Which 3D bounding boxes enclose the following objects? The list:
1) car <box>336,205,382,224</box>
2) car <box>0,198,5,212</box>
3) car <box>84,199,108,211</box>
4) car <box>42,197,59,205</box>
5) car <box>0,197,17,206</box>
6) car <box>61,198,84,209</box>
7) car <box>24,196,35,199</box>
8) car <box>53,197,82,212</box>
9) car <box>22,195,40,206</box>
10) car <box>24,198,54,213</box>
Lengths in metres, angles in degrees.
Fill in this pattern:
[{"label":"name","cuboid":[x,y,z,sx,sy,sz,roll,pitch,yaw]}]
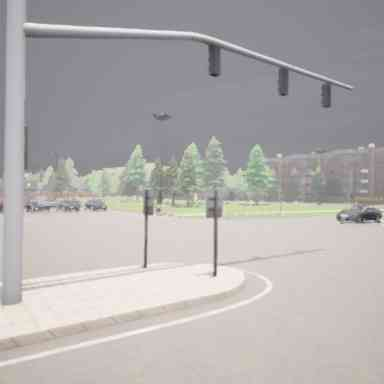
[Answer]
[{"label":"car","cuboid":[14.168,1.847,28.103,4.902,1.511,2.128,1,-1,-35]},{"label":"car","cuboid":[-20.739,1.652,36.566,1.895,1.301,4.718,1,-1,-36]},{"label":"car","cuboid":[-12.537,1.691,43.149,1.837,1.490,4.892,1,-1,-36]},{"label":"car","cuboid":[-26.667,1.686,62.686,1.837,1.490,4.892,1,-1,-36]},{"label":"car","cuboid":[-32.583,1.640,58.912,2.033,1.411,5.357,1,-1,-36]},{"label":"car","cuboid":[-18.456,1.675,51.288,2.128,1.511,4.902,1,0,-36]},{"label":"car","cuboid":[-24.178,1.572,47.241,1.882,1.535,5.008,1,-1,-36]},{"label":"car","cuboid":[-15.271,1.646,40.954,1.837,1.490,4.892,1,-1,-36]},{"label":"car","cuboid":[-29.255,1.488,60.291,2.097,1.767,4.553,1,0,-36]},{"label":"car","cuboid":[-17.789,1.697,38.462,1.895,1.301,4.718,1,-1,-36]}]
